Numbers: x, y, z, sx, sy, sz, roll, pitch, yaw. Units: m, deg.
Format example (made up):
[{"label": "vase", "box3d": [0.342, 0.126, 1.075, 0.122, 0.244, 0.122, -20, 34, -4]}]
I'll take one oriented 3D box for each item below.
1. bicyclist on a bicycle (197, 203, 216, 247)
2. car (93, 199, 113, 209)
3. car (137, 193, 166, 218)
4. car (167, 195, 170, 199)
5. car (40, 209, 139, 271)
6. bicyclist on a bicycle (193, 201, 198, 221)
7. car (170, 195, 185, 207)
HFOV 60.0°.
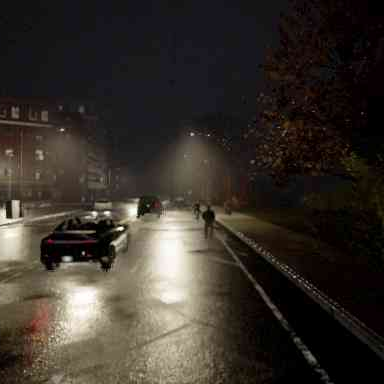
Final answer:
[{"label": "bicyclist on a bicycle", "box3d": [0.712, 1.408, 14.389, 0.659, 1.776, 1.843, 0, 0, -1]}, {"label": "car", "box3d": [-11.075, 1.650, 41.710, 1.812, 1.442, 4.674, 0, 0, -6]}, {"label": "car", "box3d": [-3.924, 1.306, 31.611, 2.150, 2.045, 5.566, 0, 0, -3]}, {"label": "car", "box3d": [-3.890, 1.646, 72.701, 1.882, 1.535, 5.008, 0, 0, -6]}, {"label": "car", "box3d": [-3.271, 1.524, 11.041, 2.128, 1.511, 4.902, 0, 0, -1]}, {"label": "bicyclist on a bicycle", "box3d": [0.382, 1.518, 25.442, 0.582, 1.620, 1.656, 0, 0, -2]}, {"label": "car", "box3d": [-2.076, 1.623, 53.901, 2.128, 1.511, 4.902, 0, 0, -4]}]
